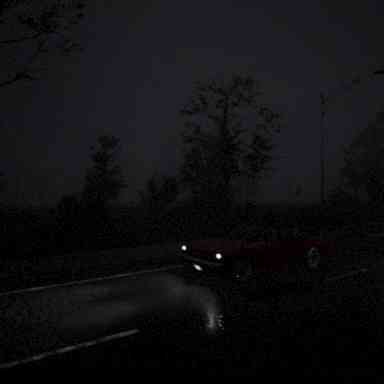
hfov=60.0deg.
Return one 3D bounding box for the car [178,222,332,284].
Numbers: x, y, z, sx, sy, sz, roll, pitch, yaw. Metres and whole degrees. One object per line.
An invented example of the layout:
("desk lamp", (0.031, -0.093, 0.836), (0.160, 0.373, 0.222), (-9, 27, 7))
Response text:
("car", (1.954, 1.596, 9.688), (4.718, 1.301, 1.895), (0, 0, -36))
